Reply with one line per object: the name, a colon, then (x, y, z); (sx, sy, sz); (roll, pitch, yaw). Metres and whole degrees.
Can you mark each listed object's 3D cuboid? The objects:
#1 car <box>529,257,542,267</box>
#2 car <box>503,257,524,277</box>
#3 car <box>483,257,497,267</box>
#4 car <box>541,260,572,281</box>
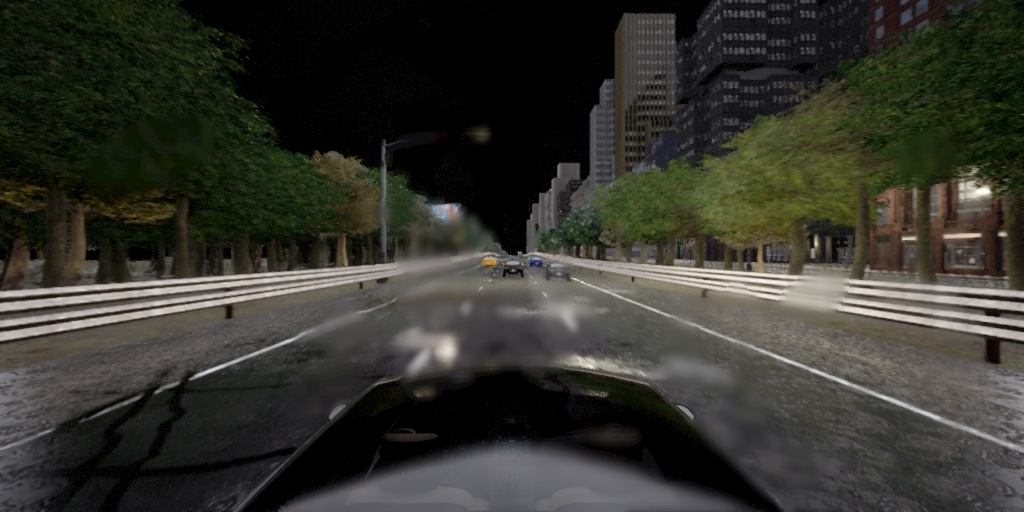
car: (3.623, 0.871, 54.736); (1.882, 1.535, 5.008); (0, 1, 0)
car: (0.113, 1.130, 34.693); (1.882, 1.535, 5.008); (0, 1, 0)
car: (-3.382, 0.871, 54.730); (1.882, 1.535, 5.008); (0, 1, 0)
car: (3.609, 1.223, 28.929); (1.812, 1.442, 4.674); (0, 0, 0)
